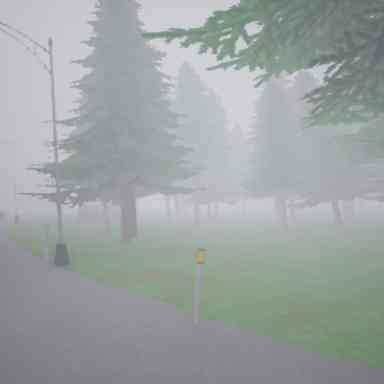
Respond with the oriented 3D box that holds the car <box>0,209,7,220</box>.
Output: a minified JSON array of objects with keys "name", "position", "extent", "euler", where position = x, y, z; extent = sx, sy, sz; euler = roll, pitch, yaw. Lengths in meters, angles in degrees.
[{"name":"car","position":[-21.859,2.486,36.388],"extent":[2.128,1.511,4.902],"euler":[-4,-1,-9]}]
